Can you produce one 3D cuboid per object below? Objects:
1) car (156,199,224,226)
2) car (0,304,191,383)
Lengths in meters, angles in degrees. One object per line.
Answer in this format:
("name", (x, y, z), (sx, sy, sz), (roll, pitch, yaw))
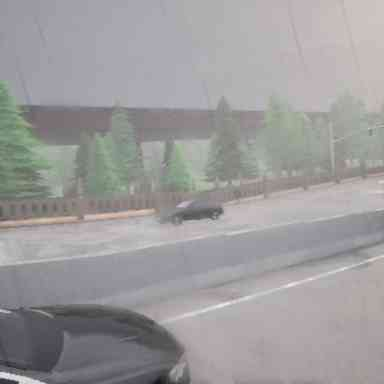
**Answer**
("car", (-0.039, 1.192, 21.035), (4.674, 1.442, 1.812), (-4, 2, -35))
("car", (-2.233, 1.494, 2.154), (4.902, 1.511, 2.128), (0, 0, -36))
